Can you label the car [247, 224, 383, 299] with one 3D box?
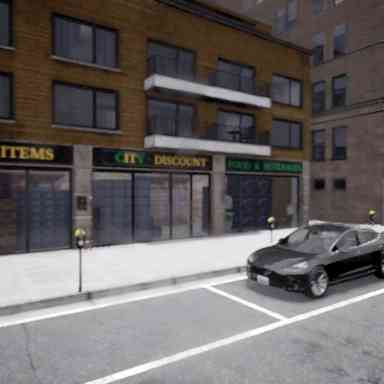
[{"bbox_3d":[3.336,1.501,8.286,4.313,1.339,1.947,0,1,-33],"label":"car"}]
